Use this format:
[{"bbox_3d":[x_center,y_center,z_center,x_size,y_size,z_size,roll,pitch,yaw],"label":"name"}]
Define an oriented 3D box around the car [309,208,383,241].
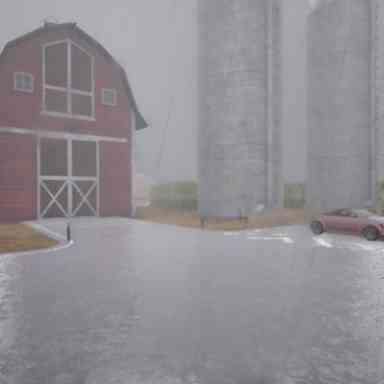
[{"bbox_3d":[7.983,1.494,16.395,1.994,1.381,4.181,0,0,-36],"label":"car"}]
